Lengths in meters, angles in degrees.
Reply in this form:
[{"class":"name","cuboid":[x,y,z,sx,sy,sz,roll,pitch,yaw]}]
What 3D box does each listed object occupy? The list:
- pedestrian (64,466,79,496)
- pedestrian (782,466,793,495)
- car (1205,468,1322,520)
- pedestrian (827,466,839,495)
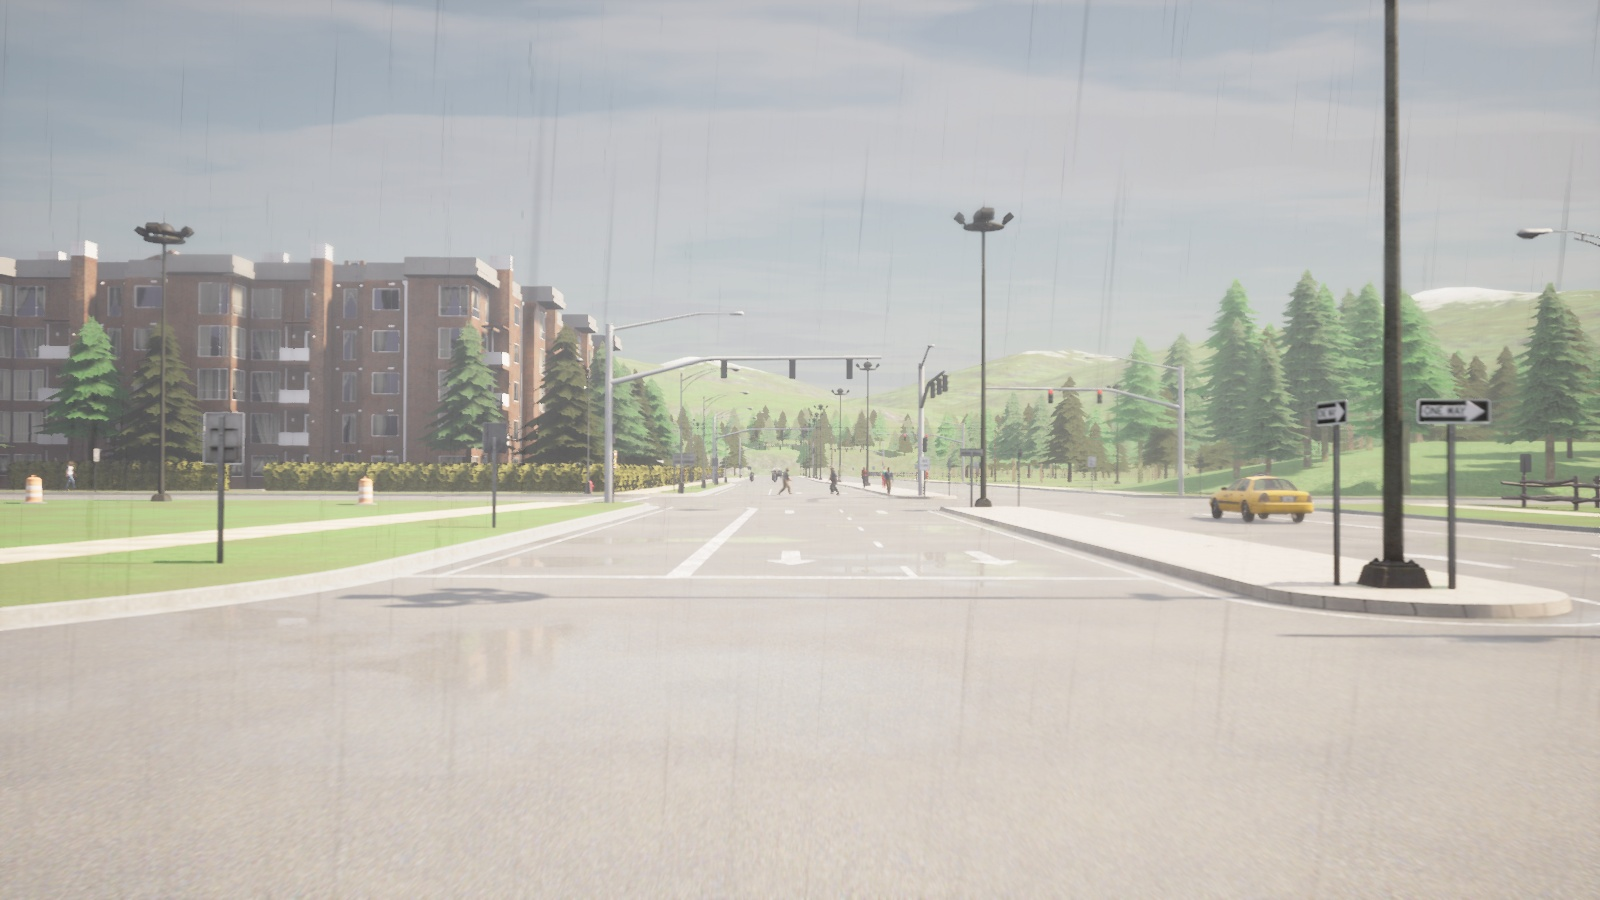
[{"class":"pedestrian","cuboid":[-45.397,1.935,78.223,0.706,1.836,0.354,0,-1,0]},{"class":"pedestrian","cuboid":[-0.804,1.929,78.983,0.694,1.848,0.540,0,-1,-1]},{"class":"car","cuboid":[14.900,1.376,40.715,1.801,1.575,5.366,0,-1,0]},{"class":"pedestrian","cuboid":[2.058,1.909,78.471,0.694,1.848,0.540,0,-1,-9]}]
